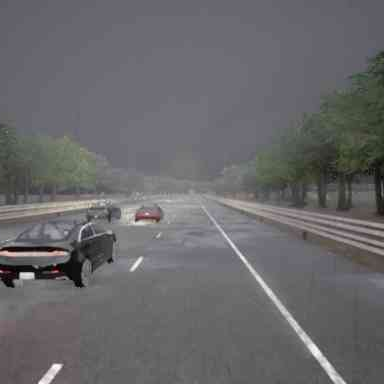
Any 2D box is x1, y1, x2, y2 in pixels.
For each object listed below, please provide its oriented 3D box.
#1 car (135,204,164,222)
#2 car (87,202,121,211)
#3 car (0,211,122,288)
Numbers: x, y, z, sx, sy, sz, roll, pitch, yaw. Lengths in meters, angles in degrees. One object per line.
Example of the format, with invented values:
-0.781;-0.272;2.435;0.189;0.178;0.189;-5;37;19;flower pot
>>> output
-3.397;1.647;27.130;1.994;1.385;4.181;0;0;0;car
-6.900;1.572;26.398;2.128;1.511;4.902;0;0;0;car
-3.399;1.521;9.279;2.128;1.511;4.902;0;0;0;car
